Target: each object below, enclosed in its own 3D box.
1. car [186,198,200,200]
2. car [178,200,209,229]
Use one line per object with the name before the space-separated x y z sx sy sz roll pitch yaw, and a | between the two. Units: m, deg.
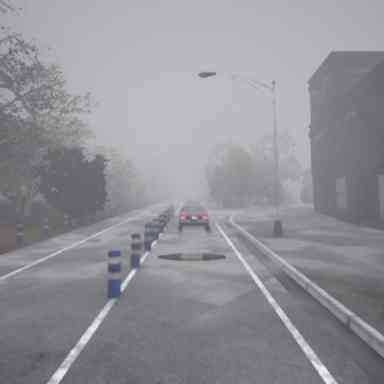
car | 0.128 1.398 40.803 1.994 1.385 4.181 0 0 0
car | 0.107 1.463 20.713 2.033 1.411 5.357 0 0 0
